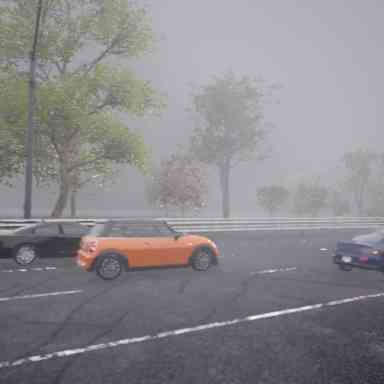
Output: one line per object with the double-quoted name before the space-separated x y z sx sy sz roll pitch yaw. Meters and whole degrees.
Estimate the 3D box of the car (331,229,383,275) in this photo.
"car" 6.829 1.993 11.408 4.674 1.442 1.812 2 -3 -28

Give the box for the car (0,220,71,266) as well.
"car" -4.943 1.869 13.029 5.008 1.535 1.882 2 -3 -29

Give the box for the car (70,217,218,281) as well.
"car" -1.359 1.697 11.006 4.553 1.767 2.097 2 -3 -28
